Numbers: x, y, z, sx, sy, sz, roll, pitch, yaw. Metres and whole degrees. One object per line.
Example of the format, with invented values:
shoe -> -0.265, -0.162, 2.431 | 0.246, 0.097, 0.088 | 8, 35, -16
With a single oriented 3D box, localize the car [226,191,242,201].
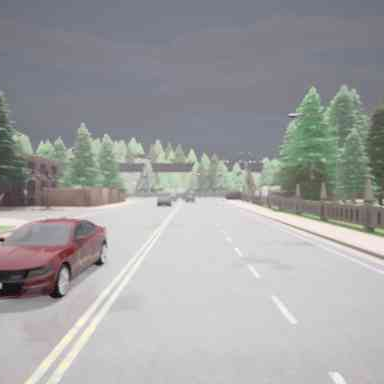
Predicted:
car -> 10.328, 0.888, 74.923 | 5.566, 2.045, 2.150 | 0, 0, -14

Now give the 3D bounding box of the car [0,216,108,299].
car -> -3.592, 1.444, 8.605 | 1.882, 1.535, 5.008 | 0, 0, 0

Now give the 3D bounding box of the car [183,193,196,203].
car -> -0.248, 1.274, 62.913 | 2.033, 1.411, 5.357 | 0, 0, 0

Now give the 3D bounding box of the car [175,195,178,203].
car -> -3.750, 1.258, 63.339 | 1.812, 1.442, 4.674 | 0, 0, 0

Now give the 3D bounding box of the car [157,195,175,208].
car -> -3.756, 1.282, 45.811 | 1.882, 1.535, 5.008 | 0, 0, 0
